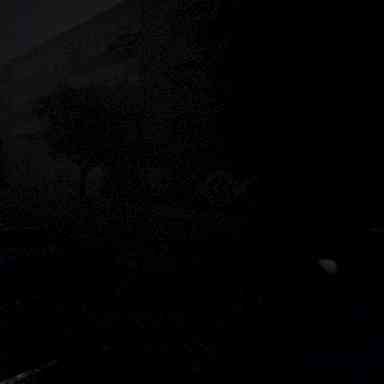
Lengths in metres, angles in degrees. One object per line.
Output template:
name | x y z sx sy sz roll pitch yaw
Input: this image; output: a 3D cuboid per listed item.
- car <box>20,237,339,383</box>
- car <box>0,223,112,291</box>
car | 0.436 1.520 4.934 2.163 1.488 4.792 0 0 35
car | -4.079 1.541 8.225 2.163 1.488 4.792 0 0 35
